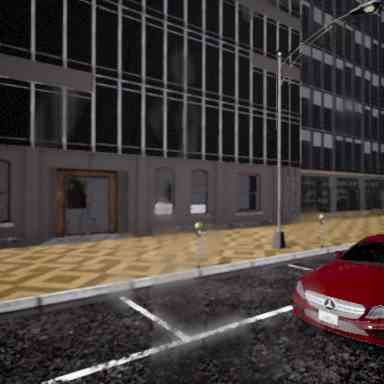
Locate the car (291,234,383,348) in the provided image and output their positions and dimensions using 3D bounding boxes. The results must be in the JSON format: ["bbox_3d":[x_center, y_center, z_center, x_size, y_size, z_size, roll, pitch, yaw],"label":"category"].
[{"bbox_3d":[3.833,1.536,6.110,4.674,1.442,1.812,0,0,-36],"label":"car"}]
